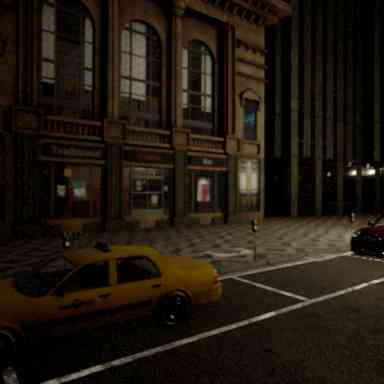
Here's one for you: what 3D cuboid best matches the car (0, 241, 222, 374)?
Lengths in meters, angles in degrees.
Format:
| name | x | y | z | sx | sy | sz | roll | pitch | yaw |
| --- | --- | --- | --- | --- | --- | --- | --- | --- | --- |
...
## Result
| name | x | y | z | sx | sy | sz | roll | pitch | yaw |
| --- | --- | --- | --- | --- | --- | --- | --- | --- | --- |
| car | -1.719 | 1.530 | 5.419 | 4.829 | 1.417 | 1.752 | 0 | 0 | -36 |

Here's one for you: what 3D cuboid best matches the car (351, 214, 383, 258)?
| name | x | y | z | sx | sy | sz | roll | pitch | yaw |
| --- | --- | --- | --- | --- | --- | --- | --- | --- | --- |
| car | 7.538 | 1.470 | 12.028 | 4.097 | 1.590 | 1.967 | 0 | 0 | -36 |
